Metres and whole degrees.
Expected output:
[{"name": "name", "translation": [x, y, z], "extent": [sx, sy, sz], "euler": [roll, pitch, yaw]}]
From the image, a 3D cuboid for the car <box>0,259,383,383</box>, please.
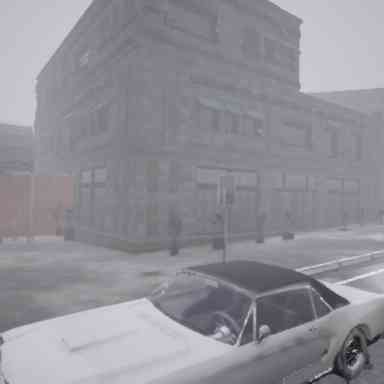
[{"name": "car", "translation": [0.329, 1.605, 3.926], "extent": [4.718, 1.301, 1.895], "euler": [0, 0, -36]}]
